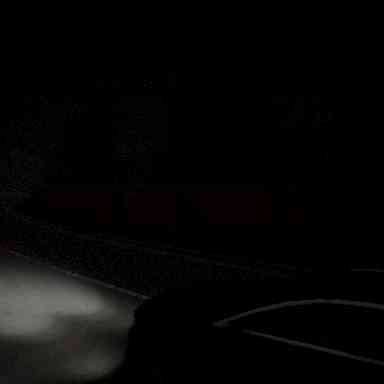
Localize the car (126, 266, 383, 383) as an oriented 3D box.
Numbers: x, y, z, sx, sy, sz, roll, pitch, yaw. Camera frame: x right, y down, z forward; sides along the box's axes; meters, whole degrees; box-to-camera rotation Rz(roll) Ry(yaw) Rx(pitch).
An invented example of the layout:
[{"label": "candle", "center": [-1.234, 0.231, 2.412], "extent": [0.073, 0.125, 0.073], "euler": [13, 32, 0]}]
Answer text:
[{"label": "car", "center": [1.491, 1.491, 3.059], "extent": [4.902, 1.511, 2.128], "euler": [1, 1, 36]}]
